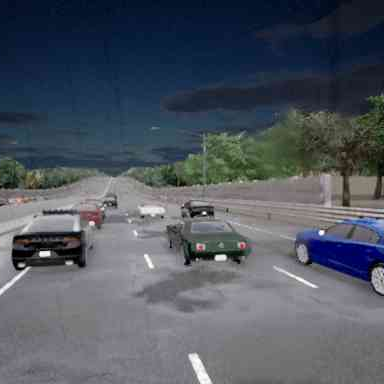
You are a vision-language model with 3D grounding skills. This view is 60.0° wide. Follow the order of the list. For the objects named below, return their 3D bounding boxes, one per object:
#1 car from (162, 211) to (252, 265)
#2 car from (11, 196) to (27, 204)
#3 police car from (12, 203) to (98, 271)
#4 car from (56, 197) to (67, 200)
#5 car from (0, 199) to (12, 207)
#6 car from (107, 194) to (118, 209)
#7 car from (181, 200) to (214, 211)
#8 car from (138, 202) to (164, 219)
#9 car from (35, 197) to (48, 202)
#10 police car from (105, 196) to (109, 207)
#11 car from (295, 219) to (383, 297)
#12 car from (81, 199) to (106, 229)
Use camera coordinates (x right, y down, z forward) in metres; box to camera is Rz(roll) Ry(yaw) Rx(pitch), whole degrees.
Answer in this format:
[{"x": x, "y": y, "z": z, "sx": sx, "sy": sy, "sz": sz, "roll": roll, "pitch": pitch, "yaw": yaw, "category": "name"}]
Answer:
[{"x": 0.307, "y": 1.552, "z": 11.520, "sx": 1.895, "sy": 1.301, "sz": 4.718, "roll": 0, "pitch": 0, "yaw": -13, "category": "car"}, {"x": -33.327, "y": 1.477, "z": 63.748, "sx": 2.097, "sy": 1.767, "sz": 4.553, "roll": 0, "pitch": 0, "yaw": -13, "category": "car"}, {"x": -4.365, "y": 1.385, "z": 11.086, "sx": 1.930, "sy": 1.638, "sz": 5.238, "roll": 0, "pitch": 0, "yaw": -13, "category": "police car"}, {"x": -27.833, "y": 1.675, "z": 71.109, "sx": 2.033, "sy": 1.411, "sz": 5.357, "roll": 0, "pitch": 0, "yaw": -13, "category": "car"}, {"x": -18.718, "y": 1.540, "z": 30.940, "sx": 1.994, "sy": 1.385, "sz": 4.181, "roll": 0, "pitch": 0, "yaw": -13, "category": "car"}, {"x": -11.112, "y": 1.465, "z": 45.193, "sx": 1.882, "sy": 1.535, "sz": 5.008, "roll": 0, "pitch": 0, "yaw": -13, "category": "car"}, {"x": 0.352, "y": 1.406, "z": 26.973, "sx": 1.882, "sy": 1.535, "sz": 5.008, "roll": 0, "pitch": 0, "yaw": -13, "category": "car"}, {"x": -3.609, "y": 1.538, "z": 28.584, "sx": 1.895, "sy": 1.301, "sz": 4.718, "roll": 0, "pitch": 0, "yaw": -13, "category": "car"}, {"x": -30.654, "y": 1.657, "z": 67.750, "sx": 1.812, "sy": 1.442, "sz": 4.674, "roll": 0, "pitch": 0, "yaw": -13, "category": "car"}, {"x": -7.947, "y": 1.371, "z": 26.695, "sx": 1.930, "sy": 1.638, "sz": 5.238, "roll": 0, "pitch": 0, "yaw": -13, "category": "police car"}, {"x": 4.569, "y": 1.433, "z": 8.595, "sx": 1.882, "sy": 1.535, "sz": 5.008, "roll": 0, "pitch": 1, "yaw": -13, "category": "car"}, {"x": -6.579, "y": 1.423, "z": 20.734, "sx": 1.882, "sy": 1.535, "sz": 5.008, "roll": 0, "pitch": 0, "yaw": -13, "category": "car"}]
